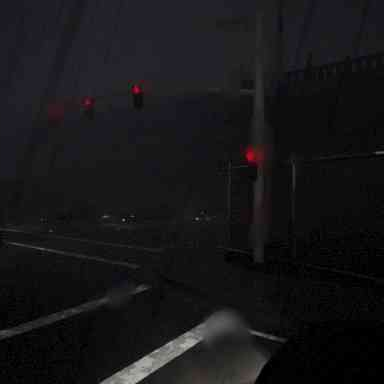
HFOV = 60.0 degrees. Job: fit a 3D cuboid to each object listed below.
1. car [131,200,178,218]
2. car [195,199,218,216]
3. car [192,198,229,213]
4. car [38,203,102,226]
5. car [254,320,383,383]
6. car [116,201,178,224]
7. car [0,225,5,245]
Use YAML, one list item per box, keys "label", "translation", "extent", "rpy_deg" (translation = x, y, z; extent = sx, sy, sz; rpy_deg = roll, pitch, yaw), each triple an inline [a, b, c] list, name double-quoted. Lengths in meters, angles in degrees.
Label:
- label: "car"
  translation: [-3.447, 1.581, 31.684]
  extent: [1.812, 1.442, 4.674]
  rpy_deg: [0, 0, 36]
- label: "car"
  translation: [2.501, 1.603, 34.021]
  extent: [2.033, 1.411, 5.357]
  rpy_deg: [0, 0, 35]
- label: "car"
  translation: [2.332, 1.547, 39.822]
  extent: [2.128, 1.511, 4.902]
  rpy_deg: [0, 0, 35]
- label: "car"
  translation: [-8.737, 1.581, 24.284]
  extent: [1.812, 1.442, 4.674]
  rpy_deg: [0, 0, 37]
- label: "car"
  translation: [3.007, 1.547, 1.823]
  extent: [5.357, 1.411, 2.033]
  rpy_deg: [0, 0, 36]
- label: "car"
  translation: [-3.334, 1.603, 25.811]
  extent: [2.033, 1.411, 5.357]
  rpy_deg: [0, 0, 35]
- label: "car"
  translation: [-9.699, 1.375, 12.619]
  extent: [4.553, 1.767, 2.097]
  rpy_deg: [0, 0, -26]
